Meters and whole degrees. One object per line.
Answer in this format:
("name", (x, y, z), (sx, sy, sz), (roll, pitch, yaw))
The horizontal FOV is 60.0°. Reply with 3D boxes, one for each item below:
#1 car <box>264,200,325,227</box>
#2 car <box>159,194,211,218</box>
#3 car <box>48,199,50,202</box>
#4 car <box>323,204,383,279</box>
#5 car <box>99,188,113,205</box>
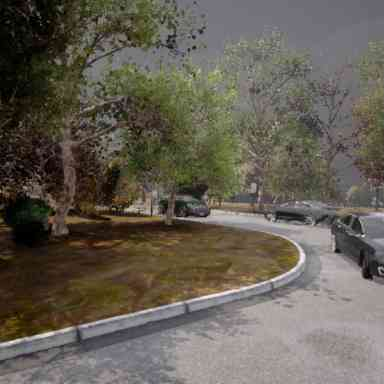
("car", (6.735, 1.262, 20.765), (2.128, 1.511, 4.902), (1, 0, -36))
("car", (-0.607, 0.933, 25.017), (2.097, 1.767, 4.553), (1, 0, -36))
("car", (-16.997, 0.821, 34.196), (4.718, 1.301, 1.895), (1, -1, -23))
("car", (5.593, 1.439, 9.951), (1.837, 1.490, 4.892), (2, 3, 8))
("car", (-11.675, 0.578, 38.169), (5.566, 2.045, 2.150), (1, -1, 12))
